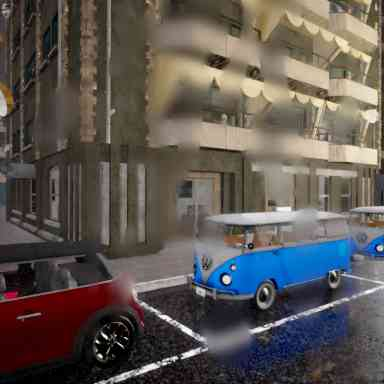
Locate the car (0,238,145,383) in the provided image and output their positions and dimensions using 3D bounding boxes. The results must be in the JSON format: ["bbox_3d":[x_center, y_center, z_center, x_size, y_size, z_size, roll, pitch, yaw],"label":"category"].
[{"bbox_3d":[-2.755,1.440,4.128,4.097,1.590,1.967,0,0,-36],"label":"car"}]

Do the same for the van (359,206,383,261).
[{"bbox_3d":[6.496,1.345,10.755,3.998,1.788,1.690,0,0,-36],"label":"van"}]

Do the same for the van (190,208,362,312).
[{"bbox_3d":[1.870,1.342,7.441,3.998,1.788,1.690,0,0,-36],"label":"van"}]
